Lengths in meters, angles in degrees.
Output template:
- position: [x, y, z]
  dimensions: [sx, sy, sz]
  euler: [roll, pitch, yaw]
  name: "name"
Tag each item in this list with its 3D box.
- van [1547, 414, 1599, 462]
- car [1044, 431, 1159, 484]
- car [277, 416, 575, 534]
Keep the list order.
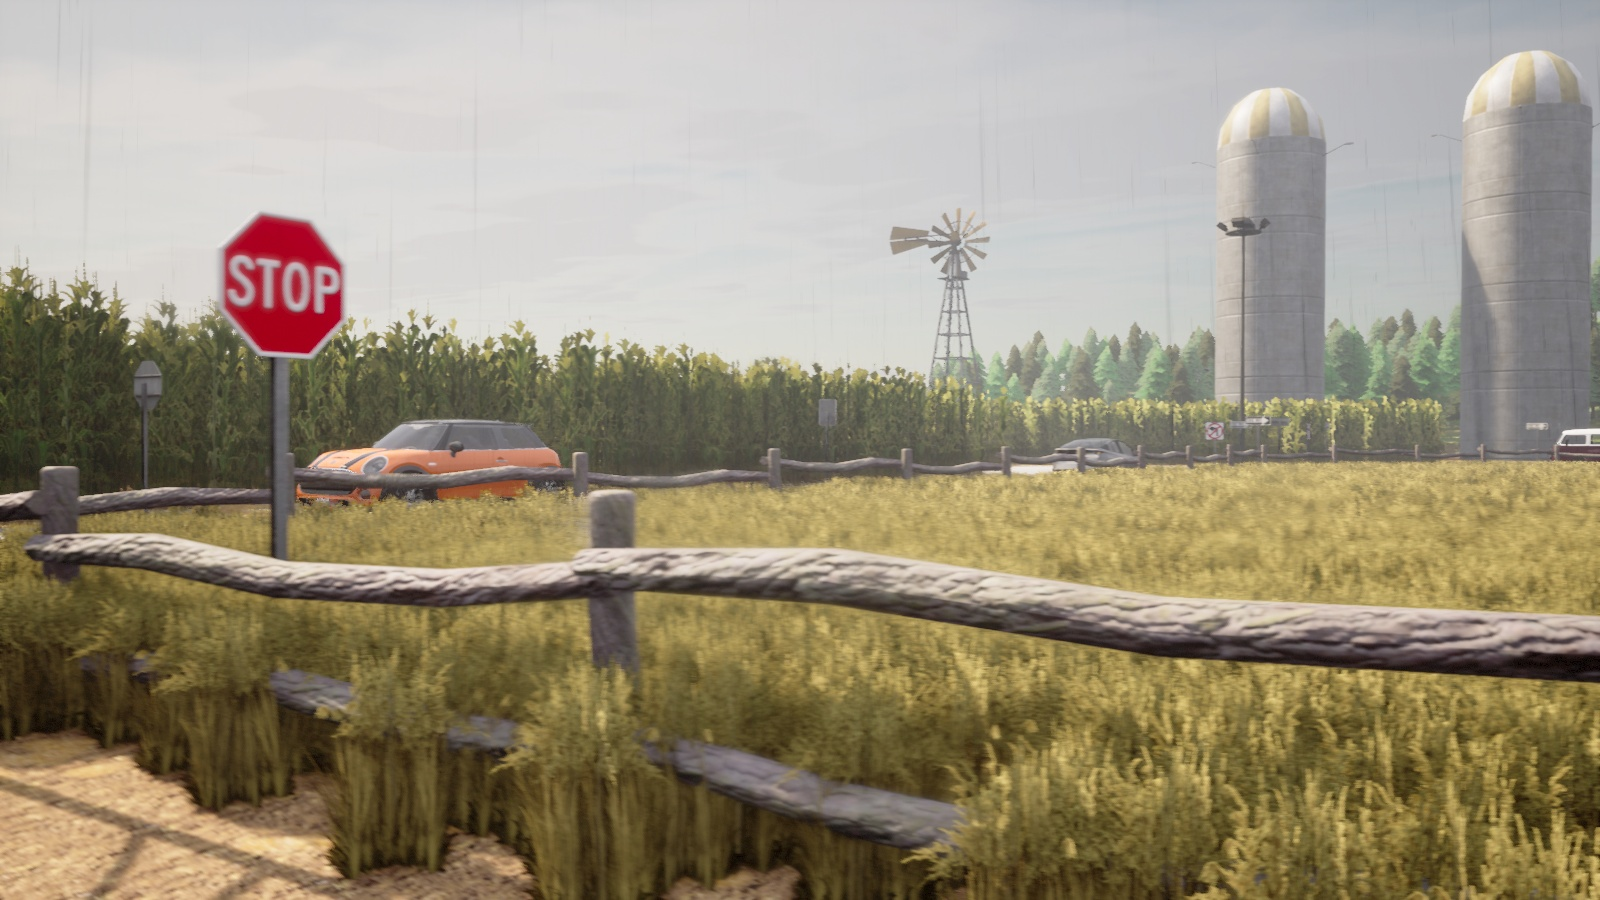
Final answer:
- position: [34.501, -0.527, 53.541]
  dimensions: [4.480, 2.038, 2.069]
  euler: [0, 1, 33]
  name: "van"
- position: [9.452, 0.193, 39.127]
  dimensions: [2.007, 1.525, 4.514]
  euler: [0, 1, 34]
  name: "car"
- position: [-6.202, 0.367, 21.347]
  dimensions: [2.097, 1.767, 4.553]
  euler: [0, 0, 34]
  name: "car"
